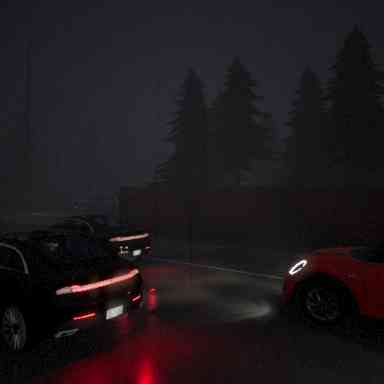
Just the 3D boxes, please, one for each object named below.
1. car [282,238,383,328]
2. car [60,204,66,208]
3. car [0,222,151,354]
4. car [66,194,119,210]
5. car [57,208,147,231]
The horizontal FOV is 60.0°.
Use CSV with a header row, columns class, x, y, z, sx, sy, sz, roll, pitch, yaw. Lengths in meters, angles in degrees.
class,x,y,z,sx,sy,sz,roll,pitch,yaw
car,3.885,1.352,5.521,4.553,1.767,2.097,0,0,36
car,-12.947,1.600,39.131,1.895,1.301,4.718,0,0,35
car,-3.061,1.491,6.147,4.902,1.511,2.128,0,0,36
car,-10.527,1.221,36.578,2.150,2.045,5.566,0,0,32
car,-3.496,1.491,10.801,4.902,1.511,2.128,0,0,37
